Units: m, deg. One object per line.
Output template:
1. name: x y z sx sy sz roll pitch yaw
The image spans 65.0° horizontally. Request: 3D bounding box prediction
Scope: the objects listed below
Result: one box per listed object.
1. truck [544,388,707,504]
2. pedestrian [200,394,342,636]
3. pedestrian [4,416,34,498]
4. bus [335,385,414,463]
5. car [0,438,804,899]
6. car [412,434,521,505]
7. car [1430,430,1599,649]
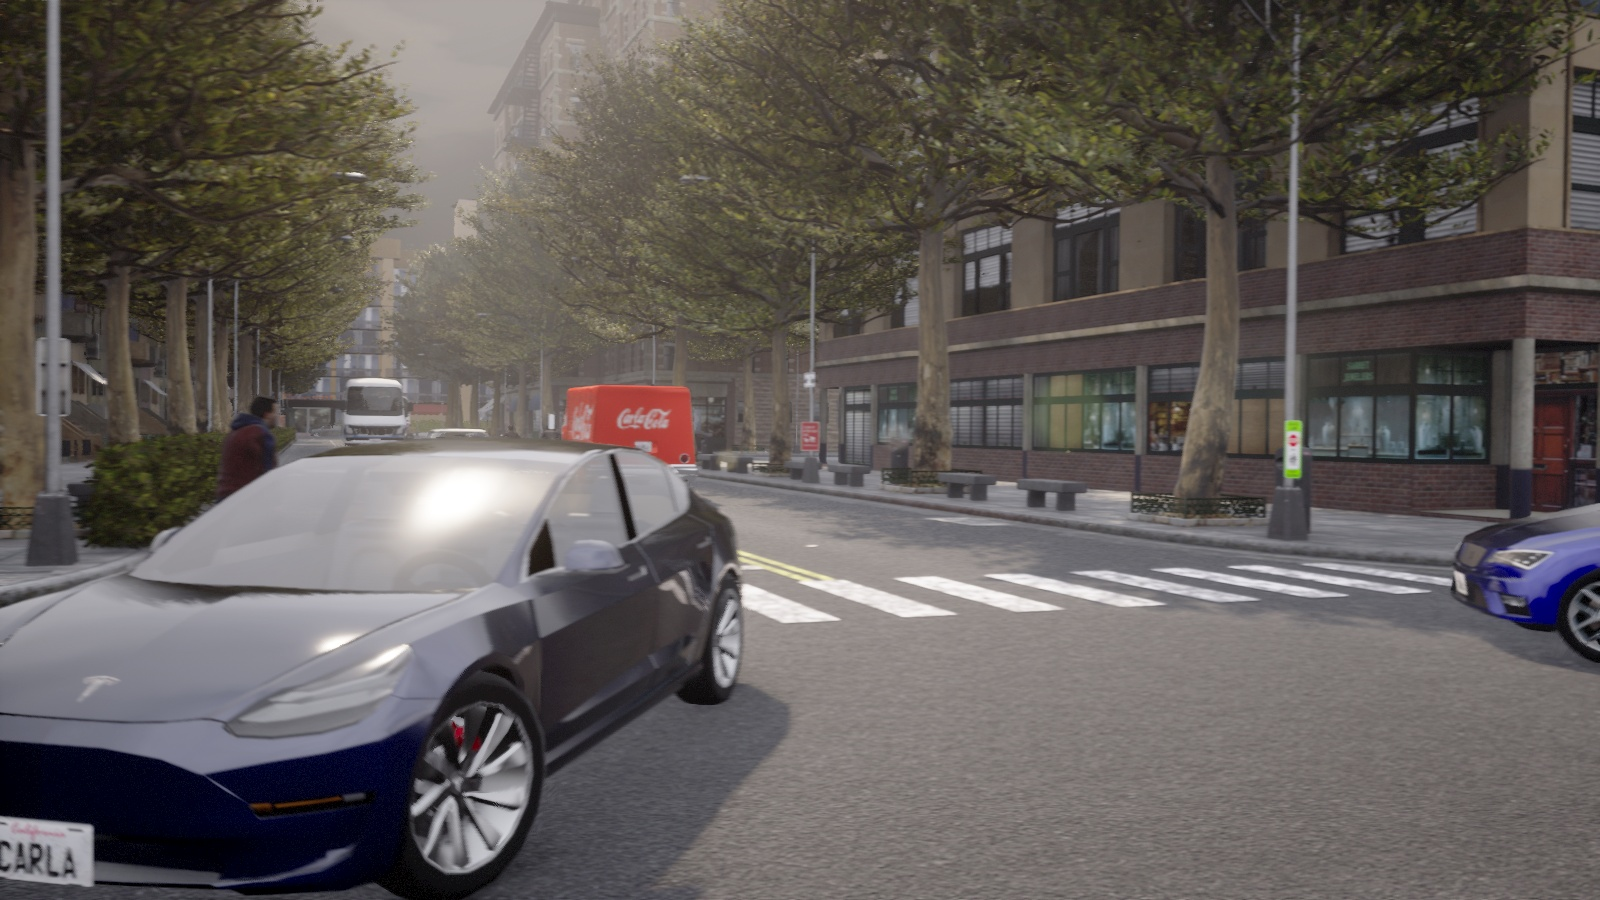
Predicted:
1. truck: -4.211 -0.125 29.404 2.627 2.467 5.204 -1 1 -21
2. pedestrian: -4.252 0.486 10.093 0.899 1.844 0.634 -1 1 -36
3. pedestrian: -19.040 0.162 30.613 0.423 1.949 0.788 -1 1 -20
4. bus: -25.286 -1.513 74.216 3.944 4.253 10.273 -1 1 -21
5. car: -1.566 0.719 5.869 2.163 1.488 4.792 0 1 13
6. car: -7.665 0.380 28.648 1.970 1.475 3.806 -1 1 -21
7. car: 7.027 0.589 9.018 4.193 1.474 1.816 0 1 15
